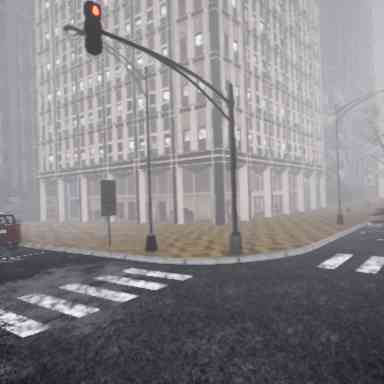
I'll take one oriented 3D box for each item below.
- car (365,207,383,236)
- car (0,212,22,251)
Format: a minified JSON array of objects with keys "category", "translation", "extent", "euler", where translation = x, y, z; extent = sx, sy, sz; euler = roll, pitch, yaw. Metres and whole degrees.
[{"category":"car","translation":[9.832,1.404,16.547],"extent":[1.802,1.307,4.206],"euler":[-2,-1,38]},{"category":"car","translation":[-10.124,1.927,15.994],"extent":[5.009,1.841,2.192],"euler":[-3,-1,37]}]
